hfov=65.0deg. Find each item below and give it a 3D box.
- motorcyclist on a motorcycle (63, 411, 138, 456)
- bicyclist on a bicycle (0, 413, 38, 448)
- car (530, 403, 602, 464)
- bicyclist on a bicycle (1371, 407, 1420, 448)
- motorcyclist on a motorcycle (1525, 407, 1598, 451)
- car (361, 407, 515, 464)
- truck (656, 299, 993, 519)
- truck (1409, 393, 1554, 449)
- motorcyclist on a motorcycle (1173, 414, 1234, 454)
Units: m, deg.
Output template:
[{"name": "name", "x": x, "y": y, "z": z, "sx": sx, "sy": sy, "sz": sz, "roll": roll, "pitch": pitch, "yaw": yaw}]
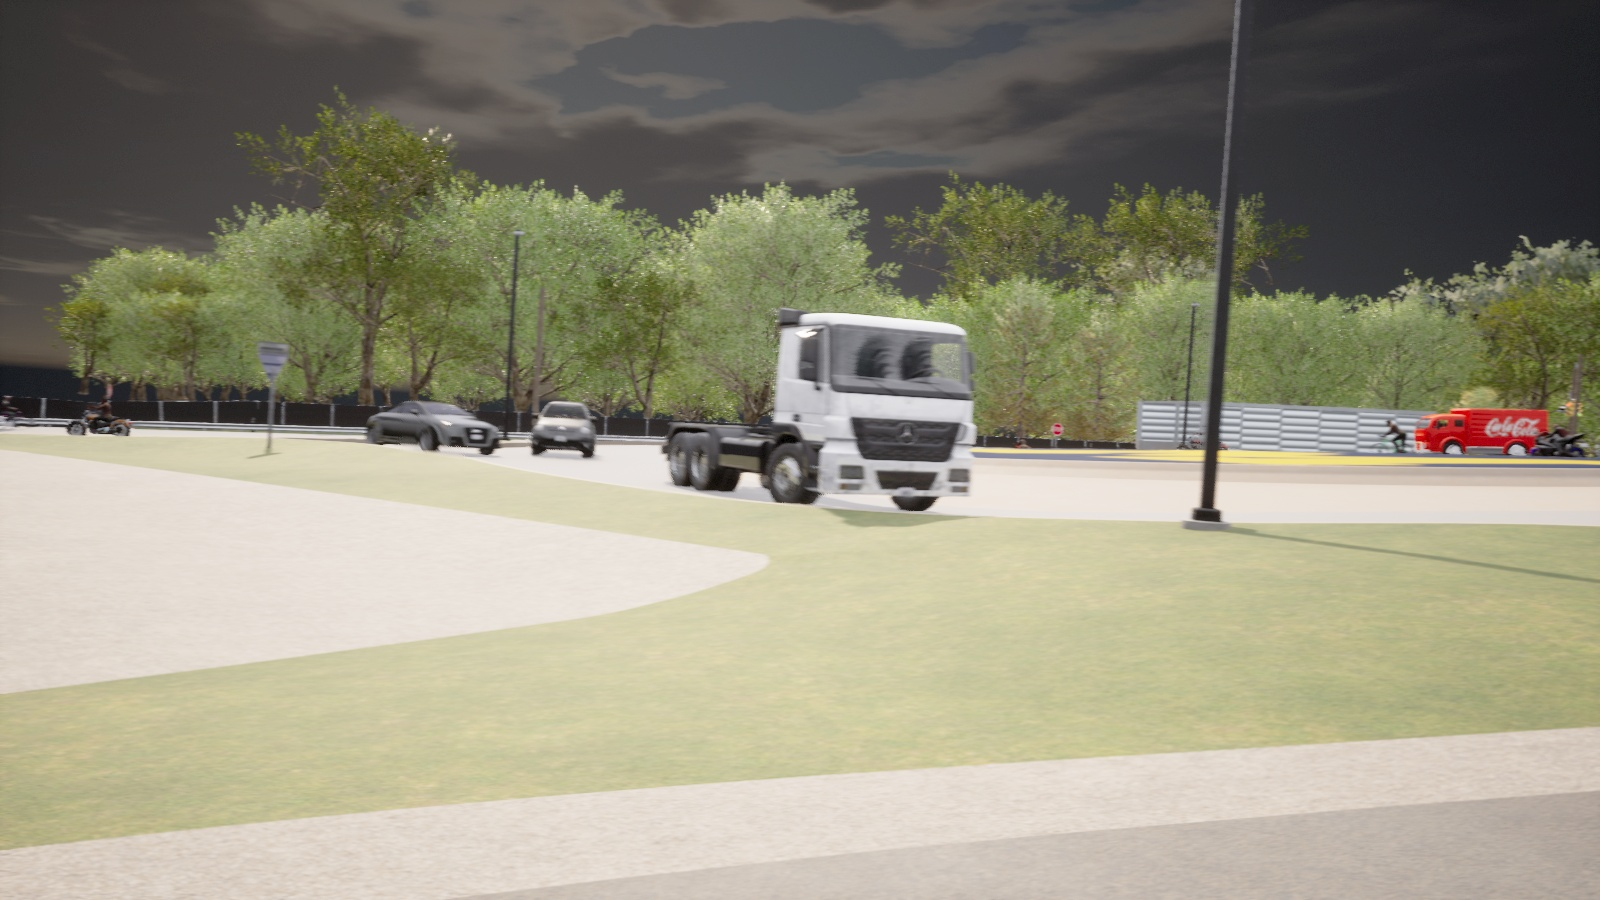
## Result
[{"name": "motorcyclist on a motorcycle", "x": -26.565, "y": -0.623, "z": 47.735, "sx": 2.350, "sy": 1.649, "sz": 0.766, "roll": -1, "pitch": 0, "yaw": -3}, {"name": "bicyclist on a bicycle", "x": -41.041, "y": -1.016, "z": 65.780, "sx": 1.843, "sy": 1.776, "sz": 0.659, "roll": -1, "pitch": 4, "yaw": -37}, {"name": "car", "x": -6.870, "y": -0.522, "z": 37.167, "sx": 1.851, "sy": 1.617, "sz": 3.988, "roll": 2, "pitch": 1, "yaw": -8}, {"name": "bicyclist on a bicycle", "x": 23.925, "y": -0.904, "z": 50.441, "sx": 1.656, "sy": 1.620, "sz": 0.582, "roll": 0, "pitch": -1, "yaw": 43}, {"name": "motorcyclist on a motorcycle", "x": 27.496, "y": -0.754, "z": 45.407, "sx": 0.866, "sy": 1.530, "sz": 2.191, "roll": 2, "pitch": 0, "yaw": -18}, {"name": "car", "x": -9.928, "y": -0.409, "z": 34.299, "sx": 4.181, "sy": 1.385, "sz": 1.994, "roll": 3, "pitch": 1, "yaw": 40}, {"name": "truck", "x": 0.081, "y": -0.773, "z": 23.915, "sx": 2.891, "sy": 3.462, "sz": 7.936, "roll": 1, "pitch": 2, "yaw": -27}, {"name": "truck", "x": 31.077, "y": -1.325, "z": 57.413, "sx": 5.204, "sy": 2.467, "sz": 2.627, "roll": 0, "pitch": 1, "yaw": 5}, {"name": "motorcyclist on a motorcycle", "x": 17.597, "y": -0.702, "z": 54.827, "sx": 2.350, "sy": 1.649, "sz": 0.766, "roll": -1, "pitch": -4, "yaw": 2}]
